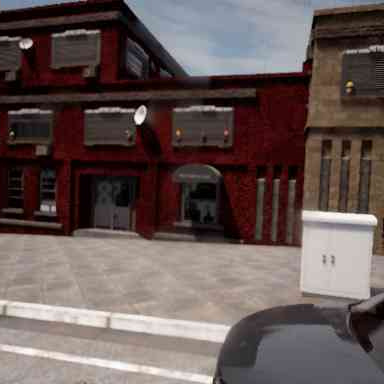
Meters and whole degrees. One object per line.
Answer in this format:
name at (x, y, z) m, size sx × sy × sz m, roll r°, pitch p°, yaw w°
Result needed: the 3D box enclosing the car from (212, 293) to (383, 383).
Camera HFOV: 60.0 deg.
car at (2.566, 1.433, 2.457) m, size 4.892 × 1.490 × 1.837 m, roll 0°, pitch 2°, yaw 15°
